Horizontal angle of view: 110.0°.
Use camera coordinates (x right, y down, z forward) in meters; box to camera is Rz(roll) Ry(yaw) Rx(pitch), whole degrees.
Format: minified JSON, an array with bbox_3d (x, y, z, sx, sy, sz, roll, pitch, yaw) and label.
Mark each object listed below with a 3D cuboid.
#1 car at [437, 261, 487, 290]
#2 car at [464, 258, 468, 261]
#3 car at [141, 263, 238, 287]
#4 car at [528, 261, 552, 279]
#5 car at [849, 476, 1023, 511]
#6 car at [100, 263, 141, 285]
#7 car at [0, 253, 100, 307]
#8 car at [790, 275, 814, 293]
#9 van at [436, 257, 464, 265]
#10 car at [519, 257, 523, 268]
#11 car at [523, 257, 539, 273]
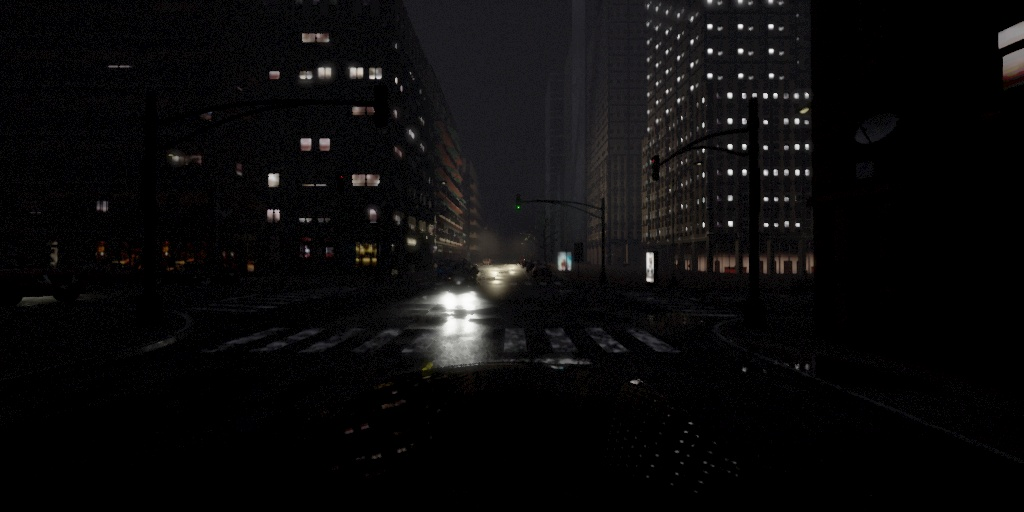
[{"bbox_3d":[-3.009,1.247,22.721,2.128,1.511,4.902,0,0,0],"label":"car"},{"bbox_3d":[-5.705,1.072,38.057,2.192,1.841,5.009,0,0,0],"label":"car"},{"bbox_3d":[-18.802,1.100,21.351,4.313,1.339,1.948,0,0,0],"label":"car"},{"bbox_3d":[2.679,1.337,32.532,1.802,1.307,4.207,0,0,0],"label":"car"},{"bbox_3d":[2.693,1.316,0.127,1.948,1.339,4.313,0,0,0],"label":"car"},{"bbox_3d":[-24.372,1.036,21.308,4.207,1.307,1.802,0,0,0],"label":"car"},{"bbox_3d":[-18.777,0.782,12.970,5.009,1.841,2.192,0,0,0],"label":"car"},{"bbox_3d":[19.385,1.640,21.770,4.403,1.370,2.007,0,0,0],"label":"car"},{"bbox_3d":[-5.702,1.096,32.530,1.690,1.789,3.998,0,0,0],"label":"van"},{"bbox_3d":[2.667,1.210,60.170,1.967,1.591,4.097,0,0,0],"label":"car"},{"bbox_3d":[2.674,1.200,43.588,1.967,1.591,4.097,0,0,0],"label":"car"}]
